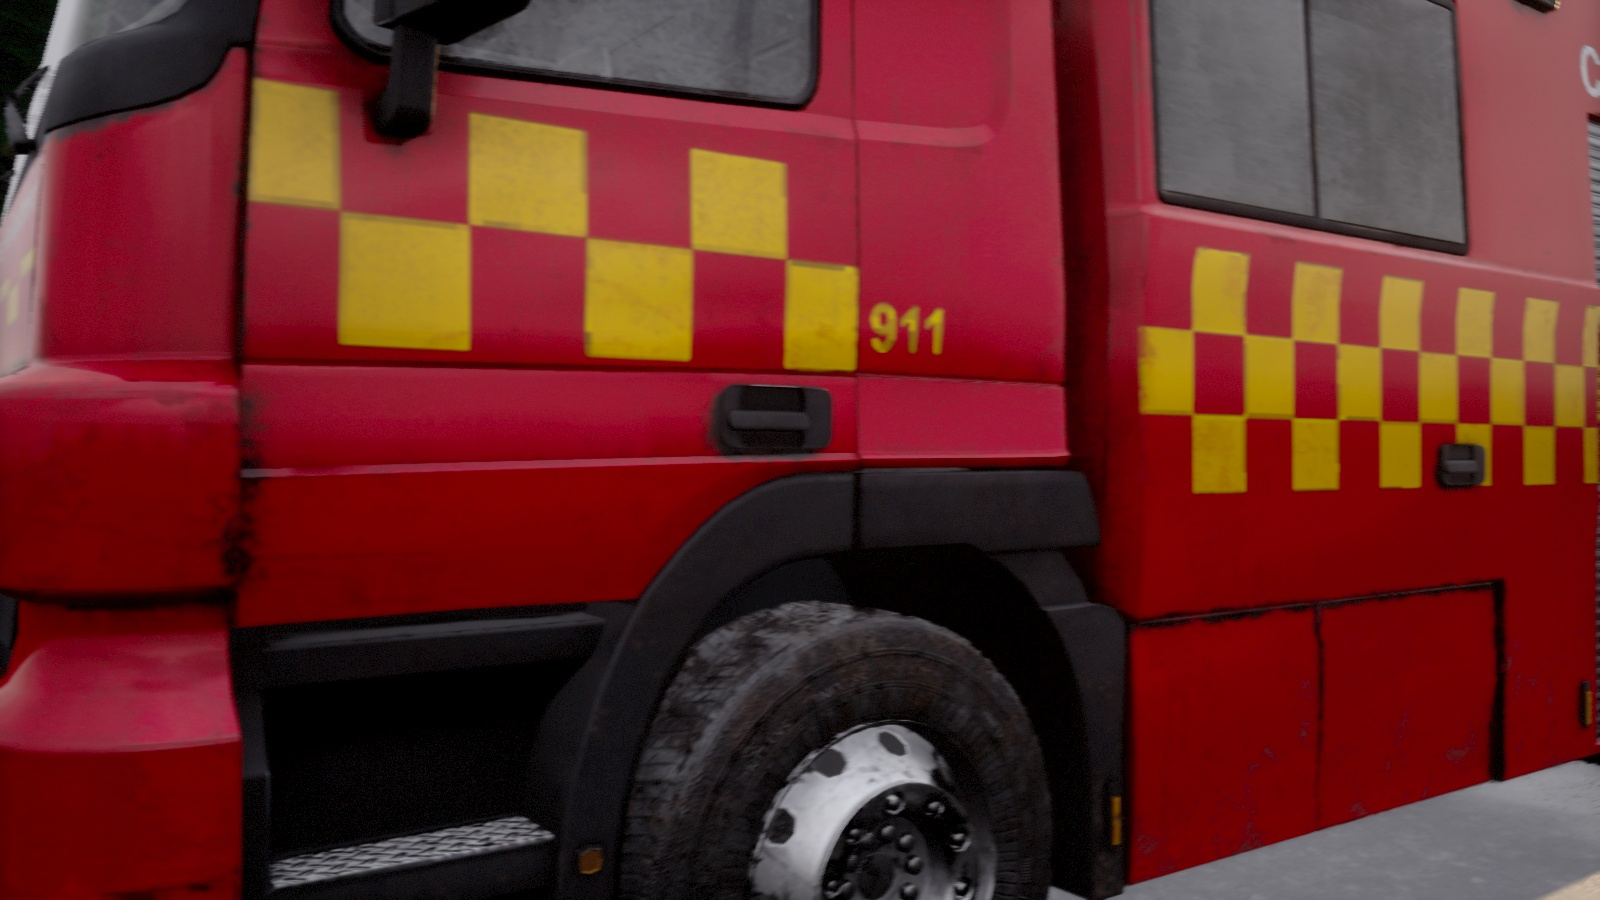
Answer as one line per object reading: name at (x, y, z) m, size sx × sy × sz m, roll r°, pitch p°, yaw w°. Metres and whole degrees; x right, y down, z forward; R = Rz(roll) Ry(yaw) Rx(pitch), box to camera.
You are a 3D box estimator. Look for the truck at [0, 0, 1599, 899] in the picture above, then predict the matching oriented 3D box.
truck at (1.065, -0.406, 5.014) m, size 8.468 × 3.827 × 2.891 m, roll 0°, pitch 0°, yaw -35°
